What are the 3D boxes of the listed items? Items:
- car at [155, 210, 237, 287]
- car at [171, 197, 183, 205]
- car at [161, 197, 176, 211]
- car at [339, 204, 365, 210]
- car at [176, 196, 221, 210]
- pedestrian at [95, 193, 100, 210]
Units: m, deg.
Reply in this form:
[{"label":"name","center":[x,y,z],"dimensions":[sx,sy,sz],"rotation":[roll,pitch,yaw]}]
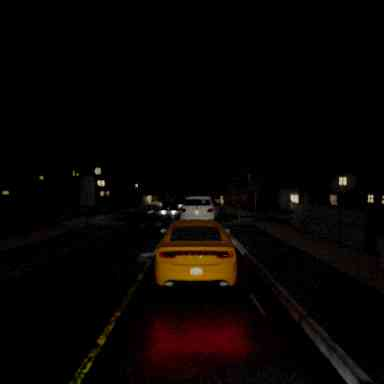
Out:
[{"label":"car","center":[0.096,1.498,9.387],"dimensions":[1.882,1.535,5.008],"rotation":[0,0,0]},{"label":"car","center":[-2.836,1.689,62.622],"dimensions":[2.033,1.411,5.357],"rotation":[0,0,0]},{"label":"car","center":[-2.890,1.650,43.404],"dimensions":[2.033,1.411,5.357],"rotation":[0,0,0]},{"label":"car","center":[14.183,1.845,30.744],"dimensions":[5.008,1.535,1.882],"rotation":[1,1,1]},{"label":"car","center":[0.692,1.275,22.419],"dimensions":[2.150,2.045,5.566],"rotation":[0,0,9]},{"label":"pedestrian","center":[-9.710,0.948,34.006],"dimensions":[0.375,1.860,0.375],"rotation":[0,0,1]}]
